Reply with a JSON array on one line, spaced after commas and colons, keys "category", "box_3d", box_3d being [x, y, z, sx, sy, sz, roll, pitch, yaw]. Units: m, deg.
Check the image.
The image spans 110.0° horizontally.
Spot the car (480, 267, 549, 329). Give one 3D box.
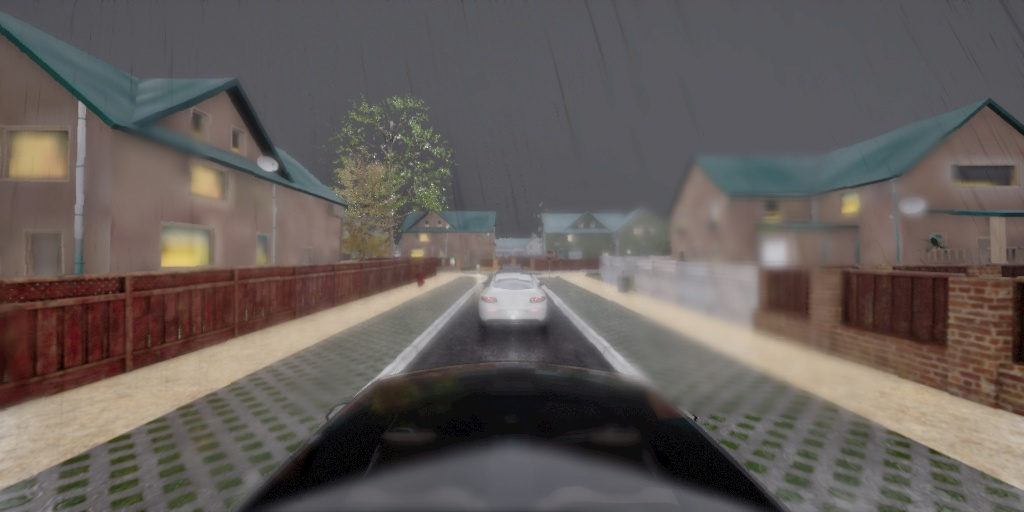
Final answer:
[{"category": "car", "box_3d": [0.071, 1.229, 10.968, 1.812, 1.442, 4.674, 0, 0, 0]}]

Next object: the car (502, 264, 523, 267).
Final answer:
[{"category": "car", "box_3d": [0.015, 1.233, 24.906, 1.895, 1.301, 4.718, 0, 0, -1]}]

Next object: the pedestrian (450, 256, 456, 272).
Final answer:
[{"category": "pedestrian", "box_3d": [-6.799, 0.906, 41.349, 0.375, 1.860, 0.375, 0, -1, 1]}]
